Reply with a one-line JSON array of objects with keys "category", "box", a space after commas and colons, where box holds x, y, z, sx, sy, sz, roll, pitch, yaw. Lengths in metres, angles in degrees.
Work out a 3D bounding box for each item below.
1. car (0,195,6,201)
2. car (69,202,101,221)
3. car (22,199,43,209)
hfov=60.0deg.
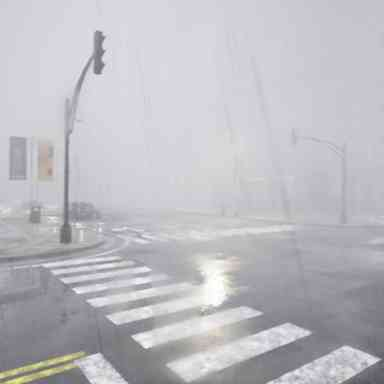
[{"category": "car", "box": [-42.941, 1.337, 74.249, 2.033, 1.411, 5.357, 1, 0, -36]}, {"category": "car", "box": [-9.079, 1.607, 27.473, 1.837, 1.490, 4.892, 1, 0, -36]}, {"category": "car", "box": [-21.286, 1.582, 44.336, 1.895, 1.301, 4.718, 1, 0, -36]}]
